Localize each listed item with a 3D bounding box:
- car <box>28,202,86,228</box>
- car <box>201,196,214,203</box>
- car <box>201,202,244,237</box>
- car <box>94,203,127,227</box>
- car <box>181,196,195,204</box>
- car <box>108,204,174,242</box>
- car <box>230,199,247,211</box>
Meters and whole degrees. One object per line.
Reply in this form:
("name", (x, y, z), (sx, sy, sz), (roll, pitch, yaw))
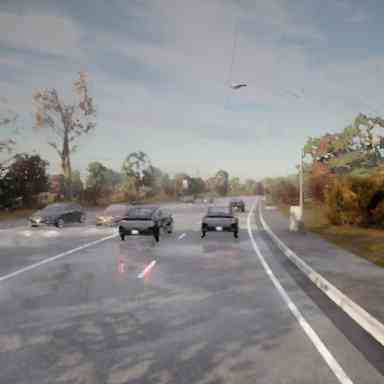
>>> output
("car", (-8.693, 1.478, 21.930), (1.837, 1.490, 4.892), (0, 0, 8))
("car", (3.023, 1.539, 63.985), (2.128, 1.511, 4.902), (0, 0, 12))
("car", (1.588, 1.511, 18.123), (2.128, 1.511, 4.902), (0, 0, 7))
("car", (-5.016, 1.517, 22.917), (1.812, 1.442, 4.674), (0, 0, 9))
("car", (-0.759, 1.522, 63.012), (1.837, 1.490, 4.892), (0, 0, 12))
("car", (-2.136, 1.493, 16.549), (2.128, 1.511, 4.902), (0, 0, 7))
("car", (5.386, 1.554, 39.888), (1.837, 1.490, 4.892), (0, 0, 11))
